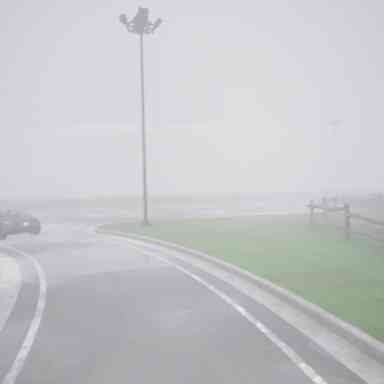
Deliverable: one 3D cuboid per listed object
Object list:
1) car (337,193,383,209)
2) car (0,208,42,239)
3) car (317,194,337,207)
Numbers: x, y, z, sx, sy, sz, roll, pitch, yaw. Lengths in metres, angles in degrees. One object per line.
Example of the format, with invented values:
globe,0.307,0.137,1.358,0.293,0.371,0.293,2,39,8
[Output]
car,16.246,0.805,30.602,4.718,1.301,1.895,-2,1,-17
car,-9.722,1.547,17.175,4.181,1.385,1.994,-1,1,32
car,15.237,0.782,33.952,4.718,1.301,1.895,-2,1,-17
